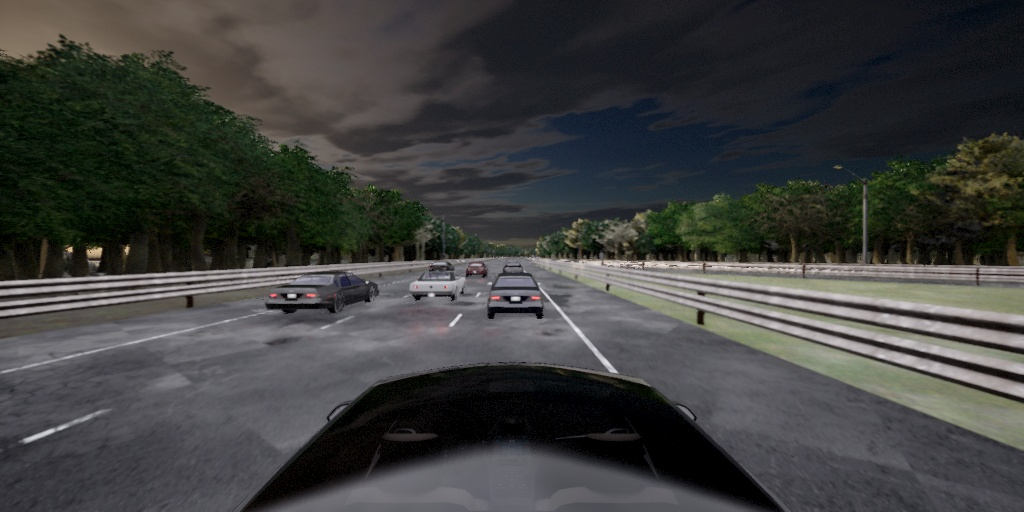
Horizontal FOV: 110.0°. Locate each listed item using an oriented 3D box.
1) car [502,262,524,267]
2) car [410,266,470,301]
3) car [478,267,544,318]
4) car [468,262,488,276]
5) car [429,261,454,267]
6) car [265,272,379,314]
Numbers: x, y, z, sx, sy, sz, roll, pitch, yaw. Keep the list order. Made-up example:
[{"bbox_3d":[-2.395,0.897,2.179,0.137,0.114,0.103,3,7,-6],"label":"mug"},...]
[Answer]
[{"bbox_3d":[0.108,1.271,33.835,2.128,1.511,4.902,0,0,0],"label":"car"},{"bbox_3d":[-3.402,1.358,17.357,1.895,1.301,4.718,0,0,0],"label":"car"},{"bbox_3d":[0.107,1.301,13.019,2.033,1.411,5.357,0,0,0],"label":"car"},{"bbox_3d":[-3.389,1.299,35.071,1.812,1.442,4.674,1,-1,0],"label":"car"},{"bbox_3d":[-6.894,1.241,35.519,1.882,1.535,5.008,0,-1,0],"label":"car"},{"bbox_3d":[-6.902,1.302,13.754,2.033,1.411,5.357,0,0,0],"label":"car"}]
